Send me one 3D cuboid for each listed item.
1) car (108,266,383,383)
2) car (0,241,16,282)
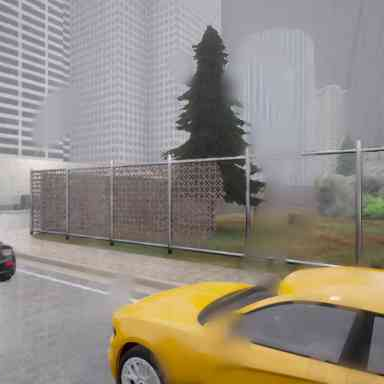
[{"bbox_3d":[1.348,1.478,3.062,5.008,1.535,1.882,0,0,35],"label":"car"},{"bbox_3d":[-6.258,1.526,8.424,4.674,1.442,1.812,0,0,35],"label":"car"}]
